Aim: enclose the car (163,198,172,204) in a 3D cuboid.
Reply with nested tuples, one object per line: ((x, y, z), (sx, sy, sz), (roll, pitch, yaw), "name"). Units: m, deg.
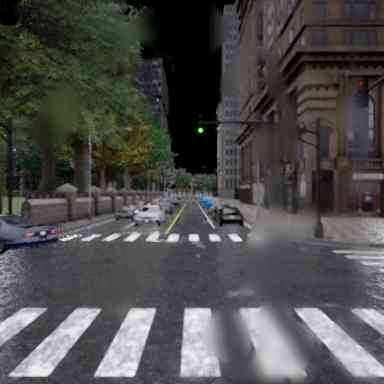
((-5.770, 2.138, 79.064), (1.947, 1.339, 4.313), (0, 0, 0), "car")

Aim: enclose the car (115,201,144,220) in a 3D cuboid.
((-5.768, 1.784, 30.282), (2.008, 1.369, 4.403), (0, 0, 0), "car")

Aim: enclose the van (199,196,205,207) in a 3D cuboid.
((2.756, 1.805, 62.786), (1.690, 1.788, 3.998), (0, 0, 0), "van")

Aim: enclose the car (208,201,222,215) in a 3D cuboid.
((2.758, 1.799, 30.263), (1.947, 1.339, 4.313), (0, 0, 0), "car")

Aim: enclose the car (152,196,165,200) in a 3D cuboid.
((-5.769, 1.830, 51.964), (1.967, 1.590, 4.097), (0, 0, 0), "car")

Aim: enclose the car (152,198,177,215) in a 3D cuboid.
((-3.093, 1.793, 38.023), (1.837, 1.490, 4.892), (0, 0, 0), "car")

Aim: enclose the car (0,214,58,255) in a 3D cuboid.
((-7.988, 1.551, 13.026), (5.357, 1.411, 2.033), (1, -1, 15), "car")

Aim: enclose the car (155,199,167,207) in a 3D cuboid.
((-5.769, 1.989, 62.634), (1.752, 1.417, 4.829), (0, 0, 0), "car")

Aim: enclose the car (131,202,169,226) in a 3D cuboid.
((-3.101, 1.722, 25.354), (1.812, 1.442, 4.674), (0, 0, 1), "car")

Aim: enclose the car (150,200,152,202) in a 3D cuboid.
((-5.768, 1.714, 35.703), (1.967, 1.590, 4.097), (0, 0, 0), "car")

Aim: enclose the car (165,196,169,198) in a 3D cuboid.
((-5.770, 1.743, 57.385), (2.192, 1.841, 5.009), (0, 0, 0), "car")

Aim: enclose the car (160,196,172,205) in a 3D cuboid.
((-5.770, 1.852, 73.645), (2.192, 1.841, 5.009), (0, 0, 0), "car")

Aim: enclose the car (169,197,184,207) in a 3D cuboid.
((-3.007, 1.987, 59.068), (2.033, 1.411, 5.357), (0, 0, 0), "car")

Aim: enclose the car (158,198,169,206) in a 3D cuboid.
((-5.769, 2.025, 68.054), (1.752, 1.417, 4.829), (0, 0, 0), "car")

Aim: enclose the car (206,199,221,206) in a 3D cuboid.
((2.758, 1.800, 35.853), (1.752, 1.417, 4.829), (0, 0, 0), "car")

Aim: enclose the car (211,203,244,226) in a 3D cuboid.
((2.758, 1.758, 24.842), (1.947, 1.339, 4.313), (0, 0, 0), "car")

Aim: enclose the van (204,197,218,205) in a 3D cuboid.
((2.757, 1.654, 41.105), (1.690, 1.788, 3.998), (0, 0, 0), "van")
